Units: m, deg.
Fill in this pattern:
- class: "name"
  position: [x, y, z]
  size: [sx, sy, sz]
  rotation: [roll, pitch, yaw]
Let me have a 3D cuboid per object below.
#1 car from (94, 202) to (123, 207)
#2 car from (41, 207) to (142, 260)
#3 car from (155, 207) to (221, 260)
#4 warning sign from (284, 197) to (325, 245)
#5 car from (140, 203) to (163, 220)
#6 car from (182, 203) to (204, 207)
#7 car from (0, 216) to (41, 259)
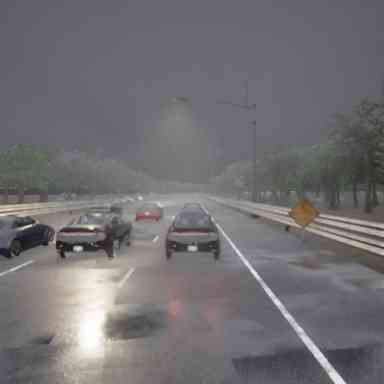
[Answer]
- class: "car"
  position: [-6.958, 1.563, 27.605]
  size: [2.128, 1.511, 4.902]
  rotation: [0, 0, 1]
- class: "car"
  position: [-3.458, 1.523, 12.600]
  size: [2.128, 1.511, 4.902]
  rotation: [0, 0, 1]
- class: "car"
  position: [0.042, 1.523, 12.602]
  size: [2.128, 1.511, 4.902]
  rotation: [0, 0, 1]
- class: "warning sign"
  position: [4.550, 1.150, 13.563]
  size: [1.300, 1.860, 1.060]
  rotation: [0, 0, 0]
- class: "car"
  position: [-3.455, 1.637, 27.771]
  size: [1.994, 1.385, 4.181]
  rotation: [0, 0, 0]
- class: "car"
  position: [0.046, 1.637, 27.909]
  size: [1.994, 1.385, 4.181]
  rotation: [0, 0, 1]
- class: "car"
  position: [-6.956, 1.596, 12.772]
  size: [1.994, 1.385, 4.181]
  rotation: [0, 0, 1]
